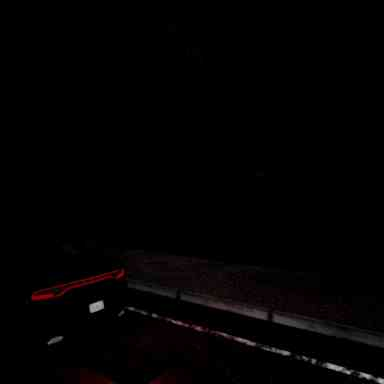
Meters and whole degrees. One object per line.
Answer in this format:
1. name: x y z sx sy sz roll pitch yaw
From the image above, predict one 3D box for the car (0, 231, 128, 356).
1. car: -3.400 1.475 6.114 5.008 1.535 1.882 0 0 34
